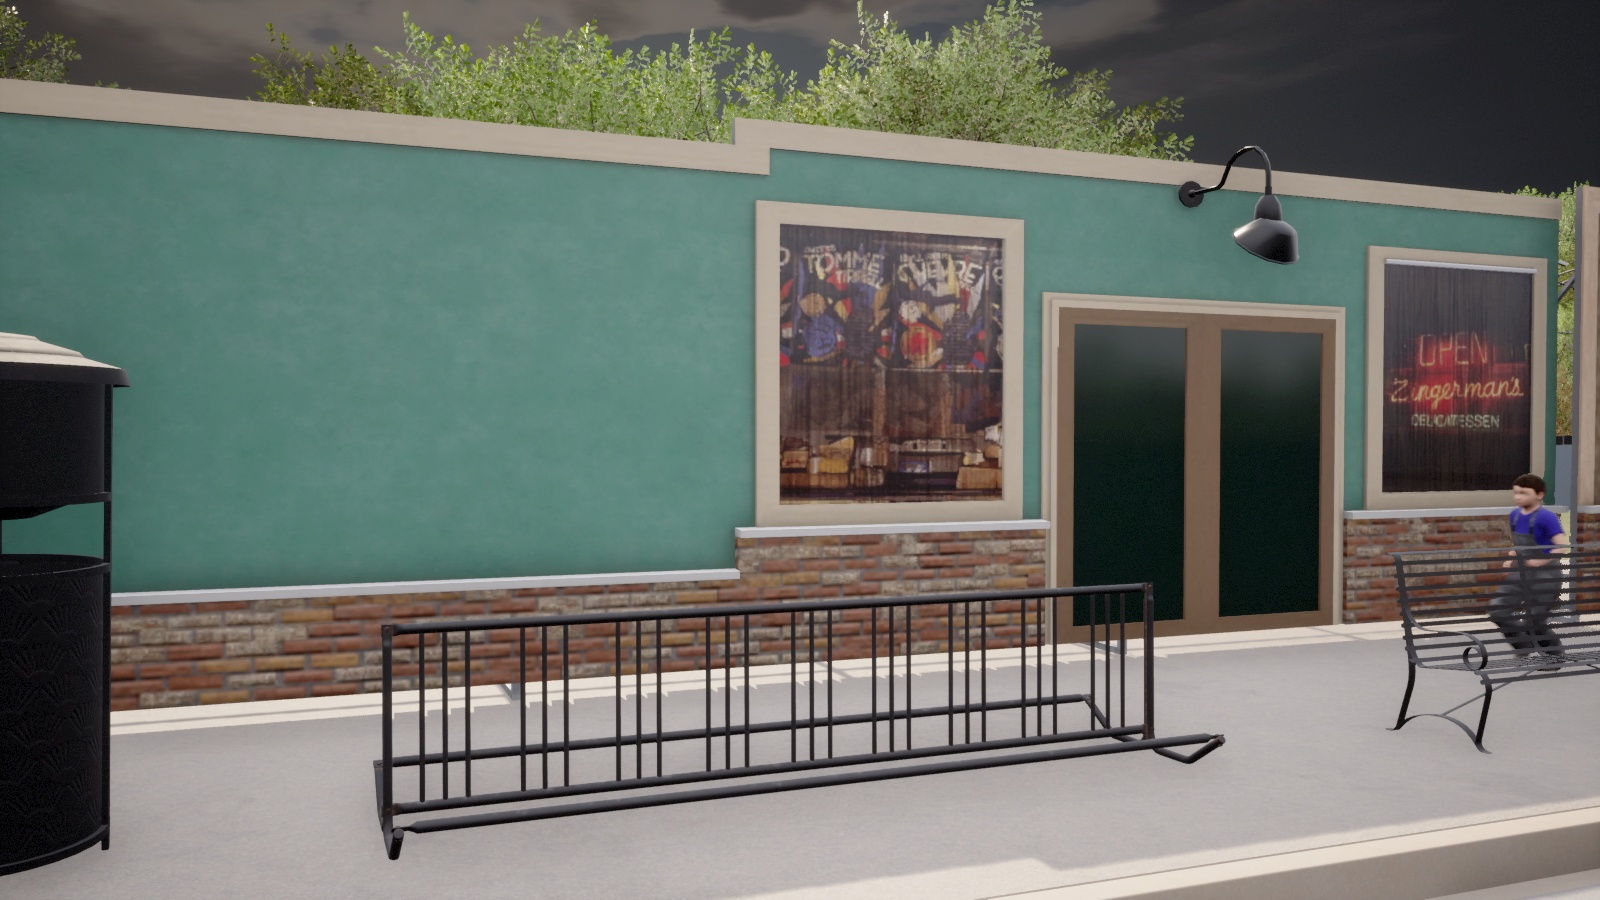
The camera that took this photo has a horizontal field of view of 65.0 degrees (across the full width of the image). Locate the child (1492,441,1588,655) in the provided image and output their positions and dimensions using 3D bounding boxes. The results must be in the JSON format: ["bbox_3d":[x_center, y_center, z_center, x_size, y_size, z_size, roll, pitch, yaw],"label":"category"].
[{"bbox_3d":[4.492,0.580,7.626,0.437,1.263,0.270,-1,1,-15],"label":"child"}]
